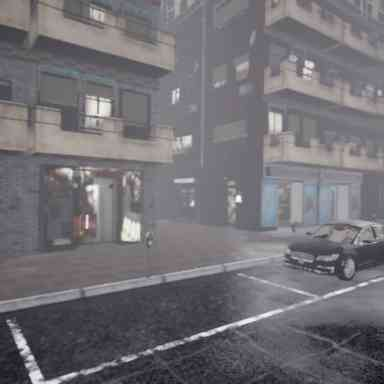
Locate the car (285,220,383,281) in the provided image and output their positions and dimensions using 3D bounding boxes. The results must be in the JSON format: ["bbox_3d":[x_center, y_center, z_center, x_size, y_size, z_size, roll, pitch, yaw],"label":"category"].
[{"bbox_3d":[4.574,1.544,9.760,4.403,1.369,2.008,0,1,-35],"label":"car"}]
